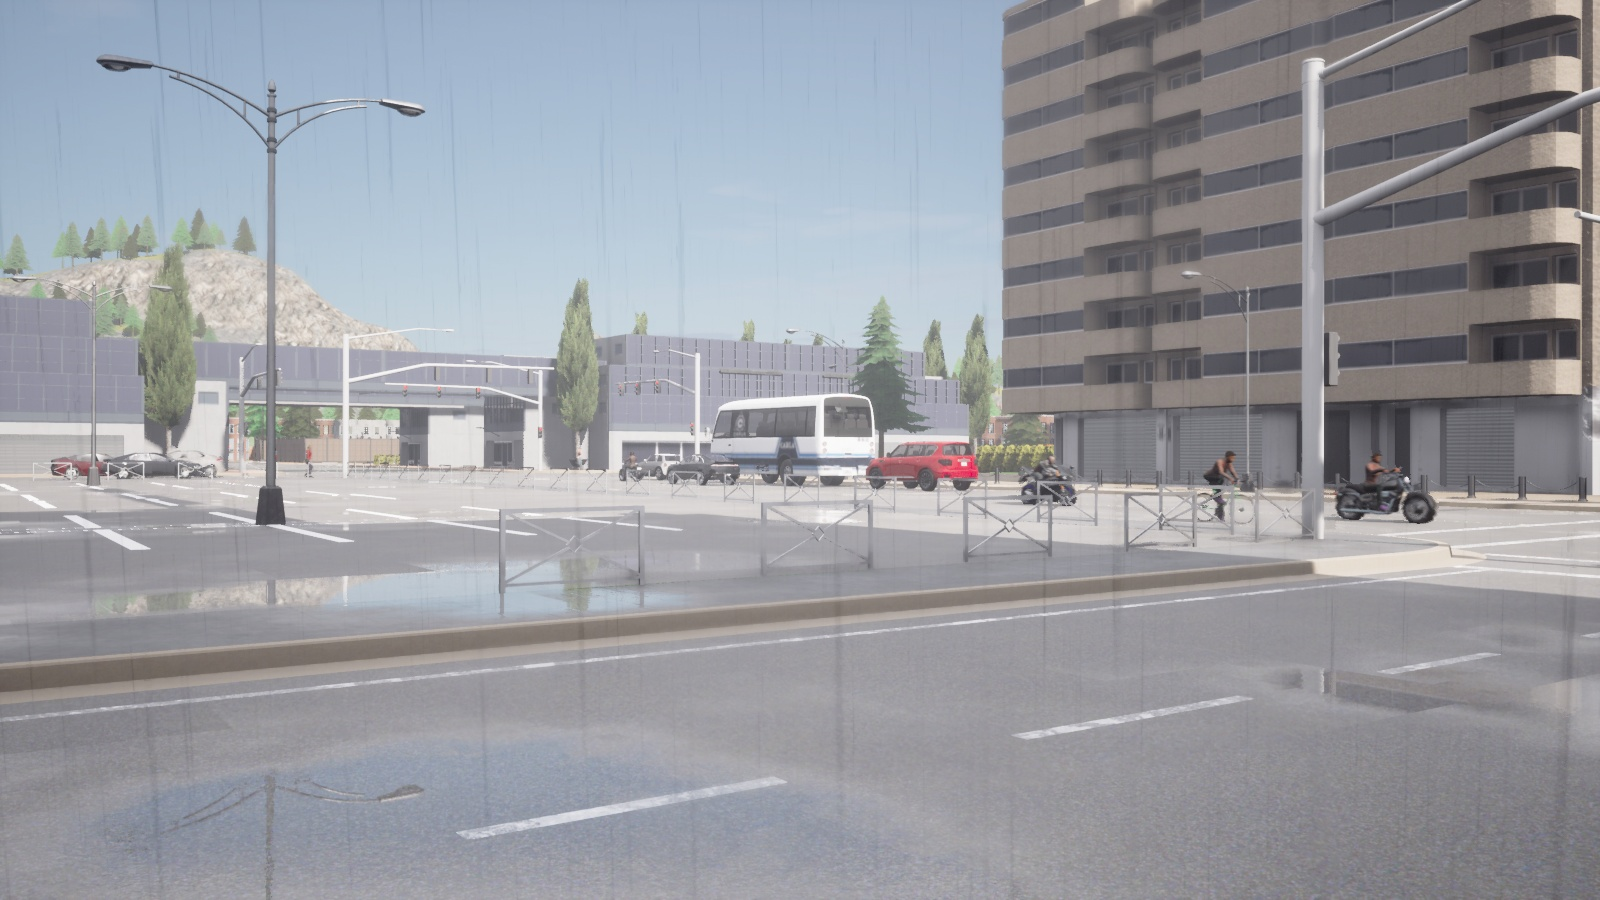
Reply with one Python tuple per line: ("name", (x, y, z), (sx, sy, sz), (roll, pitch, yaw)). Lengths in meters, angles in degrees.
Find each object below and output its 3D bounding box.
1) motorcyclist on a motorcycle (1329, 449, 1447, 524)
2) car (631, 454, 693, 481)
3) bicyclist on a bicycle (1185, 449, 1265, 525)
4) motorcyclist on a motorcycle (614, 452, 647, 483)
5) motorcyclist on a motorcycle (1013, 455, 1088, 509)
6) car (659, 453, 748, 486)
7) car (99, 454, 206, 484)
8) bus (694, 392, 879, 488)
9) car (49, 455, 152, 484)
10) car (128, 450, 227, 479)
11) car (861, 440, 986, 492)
("motorcyclist on a motorcycle", (13.312, 0.792, 28.508), (0.766, 1.649, 2.350), (0, 0, -35))
("car", (-7.896, 0.957, 71.525), (1.970, 1.475, 3.806), (0, 0, -34))
("bicyclist on a bicycle", (9.448, 0.802, 27.945), (0.582, 1.620, 1.656), (0, 0, -35))
("motorcyclist on a motorcycle", (-9.068, 0.934, 67.065), (0.766, 1.649, 2.350), (0, 0, -35))
("motorcyclist on a motorcycle", (7.371, 0.910, 37.109), (0.866, 1.530, 2.191), (0, 0, -35))
("car", (-4.736, 0.915, 60.790), (2.128, 1.511, 4.902), (0, 0, -34))
("car", (-34.676, 0.995, 67.294), (4.902, 1.511, 2.128), (0, 0, -34))
("bus", (-0.890, -0.424, 61.381), (3.944, 4.253, 10.273), (0, 0, -35))
("car", (-38.436, 1.050, 69.001), (4.792, 1.488, 2.163), (0, 0, -33))
("car", (-36.811, 0.839, 74.284), (5.027, 1.651, 2.152), (0, 0, -34))
("car", (5.098, 0.638, 52.720), (2.150, 2.045, 5.566), (0, 0, -35))
